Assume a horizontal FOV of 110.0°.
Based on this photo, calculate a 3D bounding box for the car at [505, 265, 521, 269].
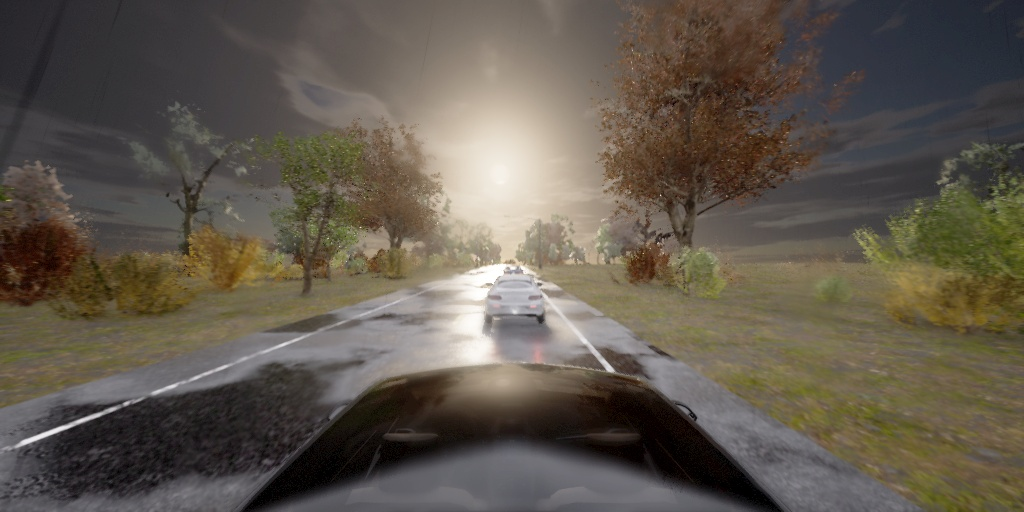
[{"bbox_3d":[0.098,1.526,32.673,2.033,1.411,5.357,0,0,0],"label":"car"}]

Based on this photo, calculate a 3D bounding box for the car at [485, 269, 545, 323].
[{"bbox_3d":[0.093,1.345,12.412,1.812,1.442,4.674,0,0,0],"label":"car"}]
